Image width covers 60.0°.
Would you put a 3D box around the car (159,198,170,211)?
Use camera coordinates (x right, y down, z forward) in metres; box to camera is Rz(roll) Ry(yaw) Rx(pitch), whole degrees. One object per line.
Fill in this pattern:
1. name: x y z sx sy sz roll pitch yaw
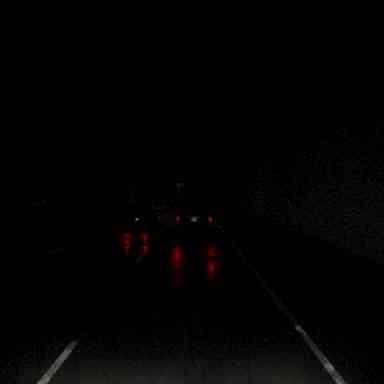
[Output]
1. car: -3.391 1.494 40.474 2.128 1.511 4.902 0 0 0

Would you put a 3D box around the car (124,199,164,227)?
1. car: -3.395 1.493 22.970 2.128 1.511 4.902 0 0 0

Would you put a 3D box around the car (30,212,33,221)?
1. car: -10.596 1.526 18.574 1.812 1.442 4.674 0 0 0

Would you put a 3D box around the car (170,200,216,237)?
1. car: 0.105 1.353 17.983 2.097 1.767 4.553 0 0 0

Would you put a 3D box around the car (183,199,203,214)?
1. car: 0.108 1.550 36.912 2.033 1.411 5.357 0 0 0
